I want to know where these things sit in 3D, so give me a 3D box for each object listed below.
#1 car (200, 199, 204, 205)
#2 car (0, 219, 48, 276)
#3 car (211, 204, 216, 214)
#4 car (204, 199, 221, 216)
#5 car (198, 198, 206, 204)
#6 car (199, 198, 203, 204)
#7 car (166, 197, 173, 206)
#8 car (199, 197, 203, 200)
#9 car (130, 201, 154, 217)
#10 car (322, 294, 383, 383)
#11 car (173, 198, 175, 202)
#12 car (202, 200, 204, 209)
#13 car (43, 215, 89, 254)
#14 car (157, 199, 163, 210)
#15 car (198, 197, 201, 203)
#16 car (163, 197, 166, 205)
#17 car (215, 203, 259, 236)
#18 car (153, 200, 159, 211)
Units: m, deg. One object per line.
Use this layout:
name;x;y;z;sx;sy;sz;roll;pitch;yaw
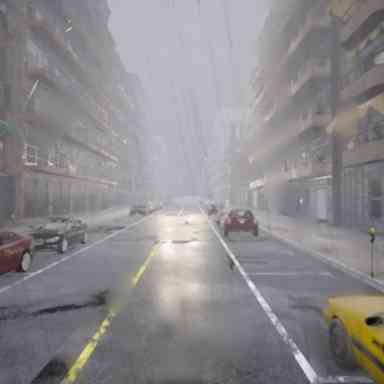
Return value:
car;2.650;2.040;48.115;2.008;1.369;4.403;1;-1;0
car;-5.688;1.636;8.474;1.887;1.381;4.507;1;-1;0
car;2.675;1.845;25.435;1.802;1.307;4.206;1;-1;0
car;2.664;1.817;36.774;1.967;1.590;4.097;1;-1;0
car;2.598;2.396;87.977;1.752;1.417;4.829;1;-1;0
car;2.644;2.096;53.785;2.008;1.369;4.403;1;-1;0
car;-5.753;2.261;70.854;2.008;1.369;4.403;1;-1;0
car;2.639;2.145;59.456;1.887;1.381;4.507;1;-1;0
car;-5.718;1.945;36.830;1.947;1.339;4.313;1;-1;0
car;2.698;1.558;2.921;1.752;1.417;4.829;1;-1;0
car;-5.756;2.079;76.527;2.192;1.841;5.009;1;-1;0
car;2.656;1.978;42.445;1.887;1.381;4.507;1;-1;0
car;-5.694;1.701;14.145;2.008;1.369;4.403;1;-1;0
car;-5.730;2.042;48.171;2.008;1.369;4.403;1;-1;0
car;2.621;2.308;76.467;1.887;1.381;4.507;1;-1;0
car;-5.734;1.987;53.844;1.967;1.590;4.097;1;-1;0
car;2.682;1.646;19.764;1.967;1.590;4.097;1;-1;0
car;-5.723;1.959;42.331;1.752;1.417;4.829;1;-1;0
